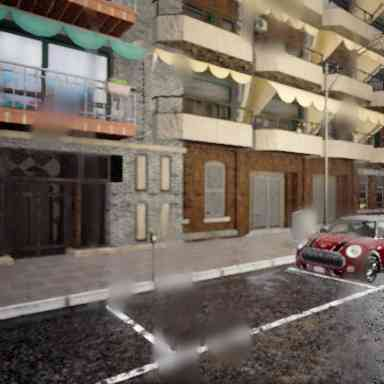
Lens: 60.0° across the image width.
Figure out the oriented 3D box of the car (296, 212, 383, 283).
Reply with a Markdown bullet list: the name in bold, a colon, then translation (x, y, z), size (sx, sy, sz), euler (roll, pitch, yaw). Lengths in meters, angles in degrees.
- **car**: translation (4.834, 1.422, 9.539), size (4.097, 1.590, 1.967), euler (0, 0, -35)
